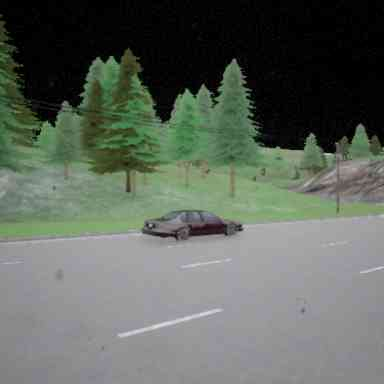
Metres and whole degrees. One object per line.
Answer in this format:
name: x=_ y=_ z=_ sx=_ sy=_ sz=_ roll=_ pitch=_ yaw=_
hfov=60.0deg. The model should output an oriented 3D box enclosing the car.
car: x=0.150 y=1.602 z=16.749 sx=5.357 sy=1.411 sz=2.033 roll=0 pitch=0 yaw=-35
